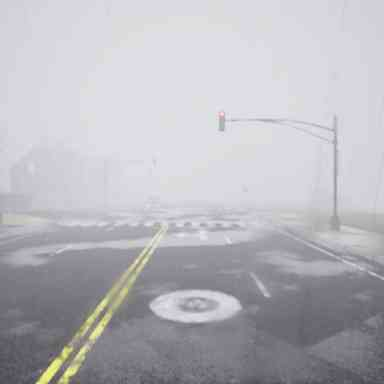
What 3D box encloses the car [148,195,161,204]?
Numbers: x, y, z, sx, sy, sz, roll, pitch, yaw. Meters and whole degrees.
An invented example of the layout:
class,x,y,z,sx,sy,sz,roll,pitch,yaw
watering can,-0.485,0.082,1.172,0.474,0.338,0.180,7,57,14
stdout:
class,x,y,z,sx,sy,sz,roll,pitch,yaw
car,-6.509,1.310,57.981,1.882,1.535,5.008,0,2,0
